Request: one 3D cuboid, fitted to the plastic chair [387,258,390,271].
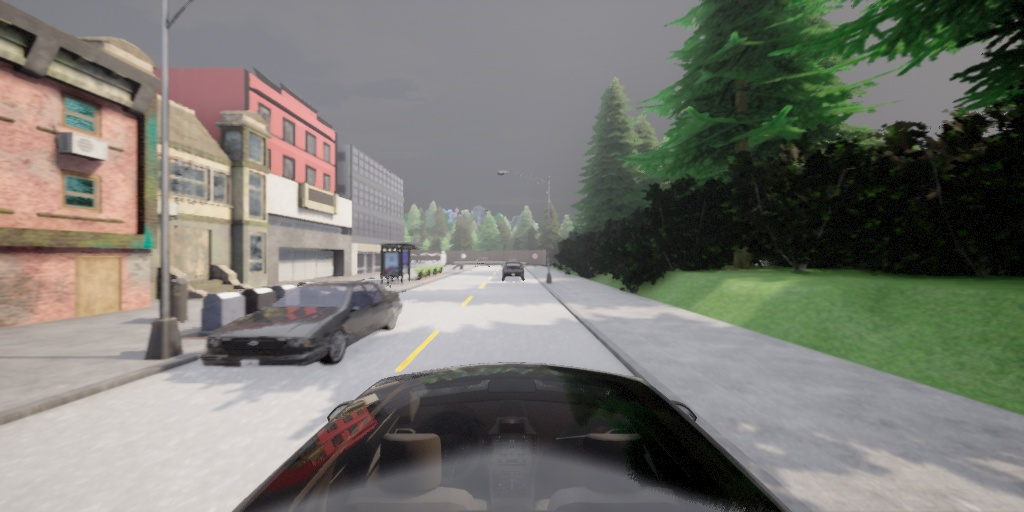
[{"bbox_3d":[-18.546,1.271,55.980,0.730,1.272,0.750,0,0,10],"label":"plastic chair"}]

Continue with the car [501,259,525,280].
[{"bbox_3d":[0.102,1.249,31.293,1.837,1.490,4.892,0,0,0],"label":"car"}]

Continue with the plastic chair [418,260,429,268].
[{"bbox_3d":[-14.246,1.271,57.531,0.750,1.272,0.730,0,0,0],"label":"plastic chair"}]

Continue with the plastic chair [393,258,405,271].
[{"bbox_3d":[-17.295,1.271,54.890,0.750,1.272,0.730,0,0,0],"label":"plastic chair"}]

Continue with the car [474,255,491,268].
[{"bbox_3d":[-3.997,0.713,48.834,2.097,1.767,4.553,0,0,0],"label":"car"}]

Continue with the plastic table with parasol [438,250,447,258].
[{"bbox_3d":[-13.366,0.666,63.671,2.482,2.480,2.482,0,0,0],"label":"plastic table with parasol"}]

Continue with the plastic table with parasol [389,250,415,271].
[{"bbox_3d":[-17.146,0.667,56.170,2.482,2.480,2.482,0,0,0],"label":"plastic table with parasol"}]

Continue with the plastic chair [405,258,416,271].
[{"bbox_3d":[-15.886,1.271,56.050,0.730,1.272,0.750,0,0,0],"label":"plastic chair"}]

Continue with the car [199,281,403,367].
[{"bbox_3d":[-4.100,1.296,8.275,2.033,1.411,5.357,0,0,0],"label":"car"}]

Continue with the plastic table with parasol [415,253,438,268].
[{"bbox_3d":[-14.086,0.667,58.811,2.482,2.480,2.482,0,0,0],"label":"plastic table with parasol"}]

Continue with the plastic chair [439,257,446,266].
[{"bbox_3d":[-12.116,1.270,63.521,0.730,1.272,0.750,0,0,0],"label":"plastic chair"}]

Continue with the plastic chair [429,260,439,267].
[{"bbox_3d":[-12.836,1.271,58.691,0.730,1.272,0.750,0,0,0],"label":"plastic chair"}]
